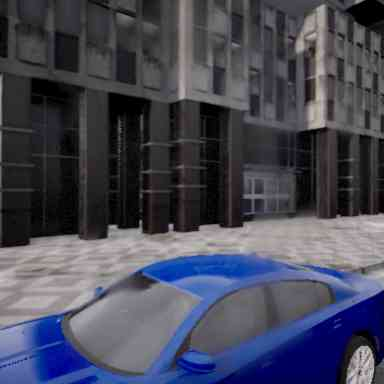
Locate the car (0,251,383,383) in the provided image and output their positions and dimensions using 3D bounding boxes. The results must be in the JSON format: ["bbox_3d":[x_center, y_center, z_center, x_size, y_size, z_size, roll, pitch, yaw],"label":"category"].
[{"bbox_3d":[0.048,1.468,3.399,5.008,1.535,1.882,-1,0,-35],"label":"car"}]
